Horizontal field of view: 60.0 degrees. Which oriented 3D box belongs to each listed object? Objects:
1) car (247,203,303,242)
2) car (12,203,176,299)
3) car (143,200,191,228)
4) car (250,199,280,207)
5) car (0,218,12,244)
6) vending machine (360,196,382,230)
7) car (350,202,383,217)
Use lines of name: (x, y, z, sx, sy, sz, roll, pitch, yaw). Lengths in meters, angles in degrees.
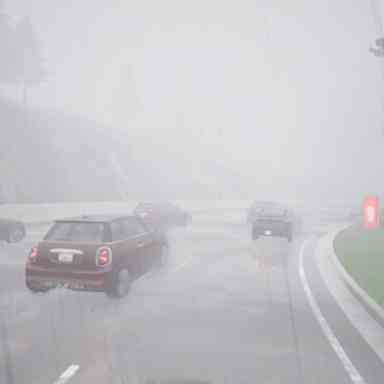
car: (4.381, 1.547, 16.840, 1.837, 1.490, 4.892, 0, 0, 25)
car: (-2.091, 1.332, 8.710, 2.097, 1.767, 4.553, 1, 0, 12)
car: (-1.787, 1.335, 19.939, 2.097, 1.767, 4.553, 1, 0, 25)
car: (6.124, 1.411, 26.095, 2.097, 1.767, 4.553, 1, 0, 36)
car: (-8.548, 1.410, 12.626, 2.128, 1.511, 4.902, 0, 0, 15)
vending machine: (11.453, 1.306, 21.225, 1.100, 2.100, 0.880, 1, 0, 37)
car: (16.831, 1.688, 31.853, 4.674, 1.442, 1.812, 1, 0, -40)
